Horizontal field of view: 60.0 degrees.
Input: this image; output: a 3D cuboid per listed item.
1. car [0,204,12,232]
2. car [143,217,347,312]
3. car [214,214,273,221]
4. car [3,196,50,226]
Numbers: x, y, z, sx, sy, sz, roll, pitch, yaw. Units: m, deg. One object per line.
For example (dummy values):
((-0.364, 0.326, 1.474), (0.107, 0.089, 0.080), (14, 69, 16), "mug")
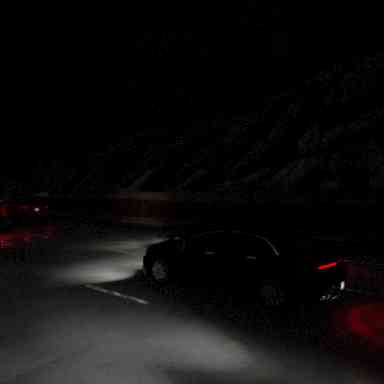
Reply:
((-12.586, 1.585, 19.729), (1.812, 1.442, 4.674), (0, 0, -45), "car")
((0.950, 1.528, 7.817), (4.892, 1.490, 1.837), (0, 0, 37), "car")
((1.348, 1.512, 11.932), (5.008, 1.535, 1.882), (0, 0, 38), "car")
((-12.374, 1.295, 24.503), (2.150, 2.045, 5.566), (0, 0, -44), "car")
